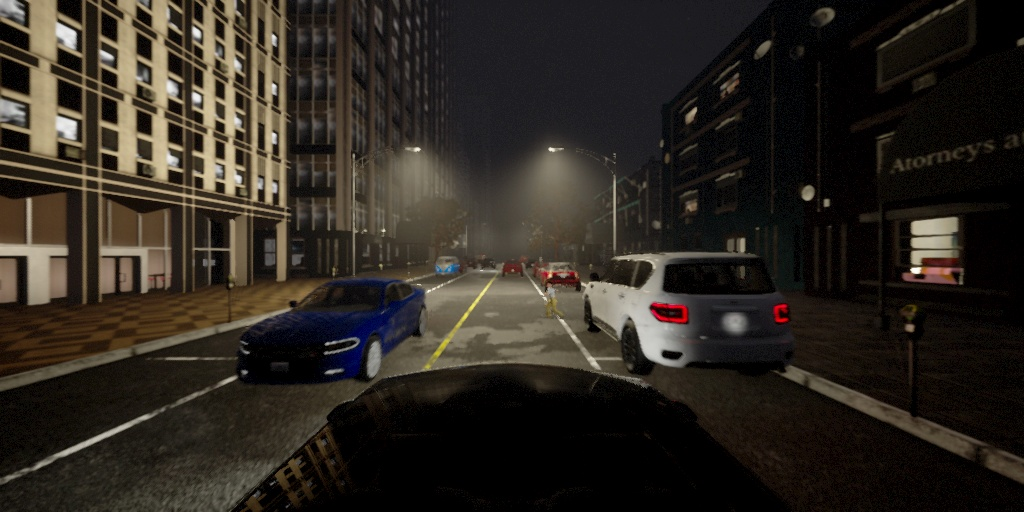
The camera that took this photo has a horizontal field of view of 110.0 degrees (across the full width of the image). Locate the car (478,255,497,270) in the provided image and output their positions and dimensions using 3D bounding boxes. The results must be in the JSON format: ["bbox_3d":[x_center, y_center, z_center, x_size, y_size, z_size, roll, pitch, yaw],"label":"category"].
[{"bbox_3d":[-3.095,1.018,47.895,1.837,1.490,4.892,0,1,0],"label":"car"}]

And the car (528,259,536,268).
[{"bbox_3d":[2.682,1.139,31.769,1.888,1.381,4.507,0,0,0],"label":"car"}]

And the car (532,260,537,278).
[{"bbox_3d":[2.684,1.203,26.232,1.802,1.307,4.207,0,0,0],"label":"car"}]

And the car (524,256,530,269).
[{"bbox_3d":[2.677,1.079,48.380,1.948,1.339,4.313,0,0,0],"label":"car"}]

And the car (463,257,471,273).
[{"bbox_3d":[-5.701,1.111,37.306,1.888,1.381,4.507,0,0,0],"label":"car"}]

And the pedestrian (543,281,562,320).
[{"bbox_3d":[1.225,1.276,10.824,0.375,1.300,0.375,0,0,2],"label":"pedestrian"}]

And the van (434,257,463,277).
[{"bbox_3d":[-5.699,0.934,31.768,1.690,1.789,3.998,0,0,0],"label":"van"}]

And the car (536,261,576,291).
[{"bbox_3d":[2.685,1.090,20.695,1.967,1.591,4.097,0,0,0],"label":"car"}]

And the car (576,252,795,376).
[{"bbox_3d":[2.998,0.944,7.506,2.150,2.045,5.566,0,0,0],"label":"car"}]

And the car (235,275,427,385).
[{"bbox_3d":[-3.103,1.198,7.283,1.882,1.535,5.008,0,0,0],"label":"car"}]

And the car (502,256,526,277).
[{"bbox_3d":[0.074,1.063,33.407,1.882,1.535,5.008,0,0,0],"label":"car"}]

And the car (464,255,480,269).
[{"bbox_3d":[-5.703,0.828,48.379,2.192,1.841,5.009,0,0,0],"label":"car"}]
